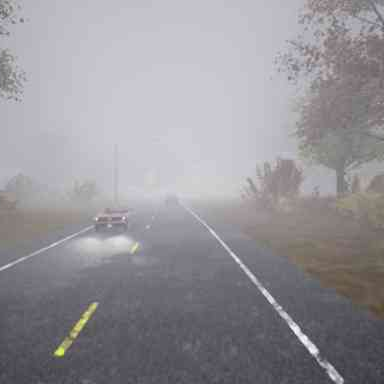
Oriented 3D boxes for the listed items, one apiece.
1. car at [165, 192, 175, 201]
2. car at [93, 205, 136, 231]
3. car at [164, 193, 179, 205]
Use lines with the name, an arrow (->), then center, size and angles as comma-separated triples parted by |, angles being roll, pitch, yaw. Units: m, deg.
car -> -4.208, 0.889, 63.630 | 1.837, 1.490, 4.892 | -1, 1, -4
car -> -4.519, 1.476, 19.928 | 1.895, 1.301, 4.718 | -1, 1, -4
car -> -2.886, 1.048, 47.113 | 2.128, 1.511, 4.902 | -1, 1, -4
